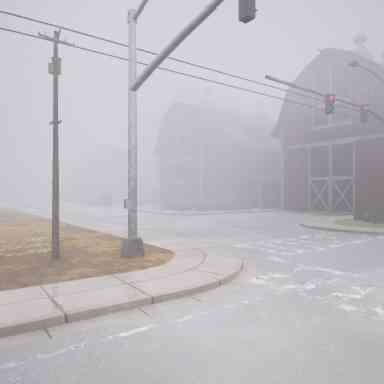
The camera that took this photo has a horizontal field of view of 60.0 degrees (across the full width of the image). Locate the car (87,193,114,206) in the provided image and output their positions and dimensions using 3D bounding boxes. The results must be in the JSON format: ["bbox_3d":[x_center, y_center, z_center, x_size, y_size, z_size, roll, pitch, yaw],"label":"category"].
[{"bbox_3d":[-13.828,1.118,50.596,3.866,1.878,1.905,-2,5,11],"label":"car"}]
